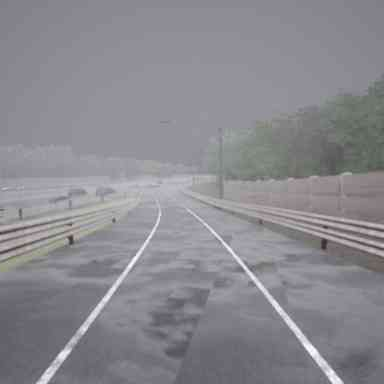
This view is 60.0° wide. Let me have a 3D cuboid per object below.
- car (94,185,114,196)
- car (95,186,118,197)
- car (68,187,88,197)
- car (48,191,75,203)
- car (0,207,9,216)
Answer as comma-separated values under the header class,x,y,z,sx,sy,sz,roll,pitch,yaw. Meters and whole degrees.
class,x,y,z,sx,sy,sz,roll,pitch,yaw
car,-20.132,-0.386,76.238,2.150,2.045,5.566,0,4,10
car,-17.630,0.036,70.254,2.150,2.045,5.566,0,4,10
car,-24.525,-0.015,71.461,2.150,2.045,5.566,0,4,10
car,-23.240,1.047,58.548,1.895,1.301,4.718,0,4,10
car,-23.226,2.227,38.388,1.837,1.490,4.892,0,4,10
